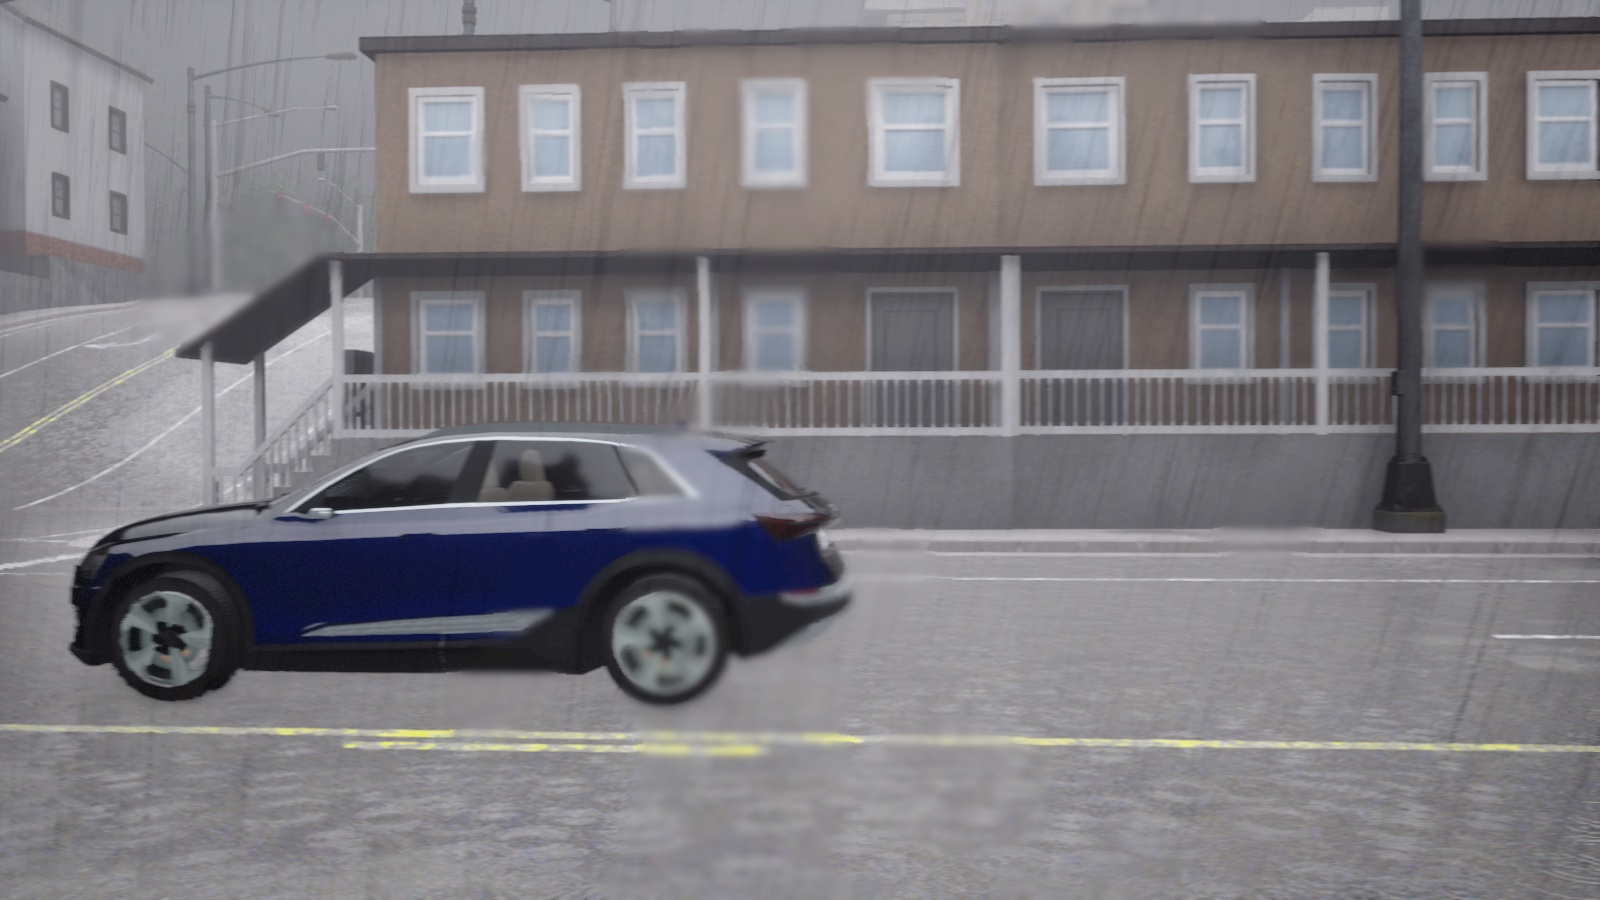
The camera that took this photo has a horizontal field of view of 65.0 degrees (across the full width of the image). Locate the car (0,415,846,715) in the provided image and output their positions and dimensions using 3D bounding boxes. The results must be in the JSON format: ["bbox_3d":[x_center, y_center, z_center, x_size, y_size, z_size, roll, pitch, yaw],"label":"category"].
[{"bbox_3d":[-2.166,0.619,8.137,4.856,1.649,2.033,0,1,4],"label":"car"}]
